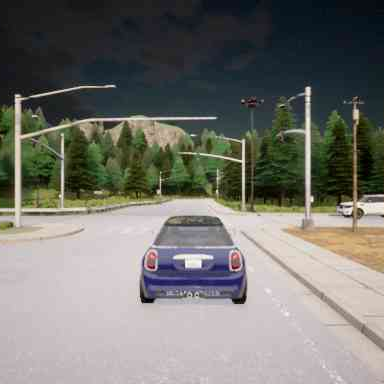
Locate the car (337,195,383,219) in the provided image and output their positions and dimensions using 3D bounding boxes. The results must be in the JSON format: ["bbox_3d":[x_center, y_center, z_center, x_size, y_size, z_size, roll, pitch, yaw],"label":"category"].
[{"bbox_3d":[15.541,1.249,28.654,5.566,2.045,2.150,0,0,1],"label":"car"}]

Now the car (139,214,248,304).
[{"bbox_3d":[0.043,1.348,8.291,2.097,1.767,4.553,0,0,0],"label":"car"}]
